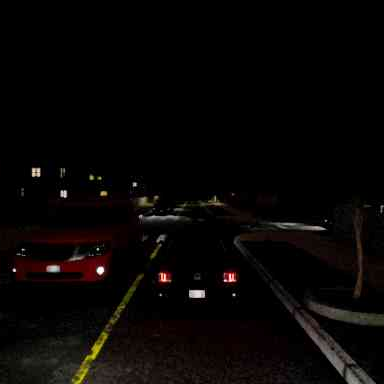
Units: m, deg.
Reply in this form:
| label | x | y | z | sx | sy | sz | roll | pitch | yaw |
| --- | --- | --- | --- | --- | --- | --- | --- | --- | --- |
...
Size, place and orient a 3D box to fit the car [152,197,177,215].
| label | x | y | z | sx | sy | sz | roll | pitch | yaw |
| --- | --- | --- | --- | --- | --- | --- | --- | --- | --- |
| car | -2.878 | 1.544 | 34.135 | 1.837 | 1.490 | 4.892 | 0 | 0 | 1 |

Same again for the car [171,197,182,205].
| label | x | y | z | sx | sy | sz | roll | pitch | yaw |
| --- | --- | --- | --- | --- | --- | --- | --- | --- | --- |
| car | -2.812 | 1.662 | 62.782 | 1.812 | 1.442 | 4.674 | 0 | 0 | 0 |

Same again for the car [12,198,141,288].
| label | x | y | z | sx | sy | sz | roll | pitch | yaw |
| --- | --- | --- | --- | --- | --- | --- | --- | --- | --- |
| car | -2.848 | 1.226 | 9.601 | 2.150 | 2.045 | 5.566 | 0 | 0 | 0 |

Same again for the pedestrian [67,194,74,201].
| label | x | y | z | sx | sy | sz | roll | pitch | yaw |
| --- | --- | --- | --- | --- | --- | --- | --- | --- | --- |
| pedestrian | -9.631 | 1.046 | 26.420 | 0.375 | 1.860 | 0.375 | 0 | -2 | 0 |

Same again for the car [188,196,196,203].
| label | x | y | z | sx | sy | sz | roll | pitch | yaw |
| --- | --- | --- | --- | --- | --- | --- | --- | --- | --- |
| car | -0.004 | 1.695 | 75.456 | 1.837 | 1.490 | 4.892 | 0 | 0 | 0 |

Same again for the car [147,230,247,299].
| label | x | y | z | sx | sy | sz | roll | pitch | yaw |
| --- | --- | --- | --- | --- | --- | --- | --- | --- | --- |
| car | 0.098 | 1.605 | 8.391 | 1.895 | 1.301 | 4.718 | 0 | 0 | 0 |

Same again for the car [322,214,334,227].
| label | x | y | z | sx | sy | sz | roll | pitch | yaw |
| --- | --- | --- | --- | --- | --- | --- | --- | --- | --- |
| car | 11.445 | 1.894 | 23.505 | 4.181 | 1.385 | 1.994 | 1 | -1 | -1 |

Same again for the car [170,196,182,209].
| label | x | y | z | sx | sy | sz | roll | pitch | yaw |
| --- | --- | --- | --- | --- | --- | --- | --- | --- | --- |
| car | -2.844 | 1.431 | 47.907 | 2.097 | 1.767 | 4.553 | 0 | 0 | 0 |
